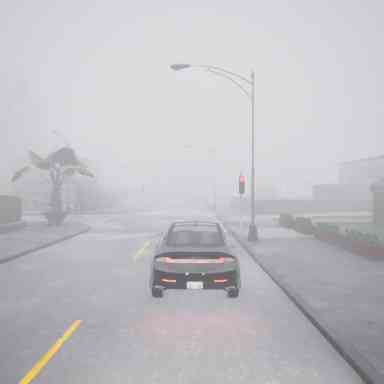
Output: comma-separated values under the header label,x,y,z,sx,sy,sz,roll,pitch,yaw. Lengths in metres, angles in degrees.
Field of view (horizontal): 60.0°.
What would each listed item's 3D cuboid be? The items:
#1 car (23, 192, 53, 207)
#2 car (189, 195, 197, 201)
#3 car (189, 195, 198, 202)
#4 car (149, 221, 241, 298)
label,x,y,z,sx,sy,sz,roll,pitch,yaw
car,-19.580,0.986,42.969,1.905,1.878,3.866,0,0,35
car,0.355,1.541,84.675,1.994,1.385,4.181,0,0,0
car,0.312,1.465,74.440,1.882,1.535,5.008,0,0,0
car,0.086,1.492,8.505,2.128,1.511,4.902,0,0,1
